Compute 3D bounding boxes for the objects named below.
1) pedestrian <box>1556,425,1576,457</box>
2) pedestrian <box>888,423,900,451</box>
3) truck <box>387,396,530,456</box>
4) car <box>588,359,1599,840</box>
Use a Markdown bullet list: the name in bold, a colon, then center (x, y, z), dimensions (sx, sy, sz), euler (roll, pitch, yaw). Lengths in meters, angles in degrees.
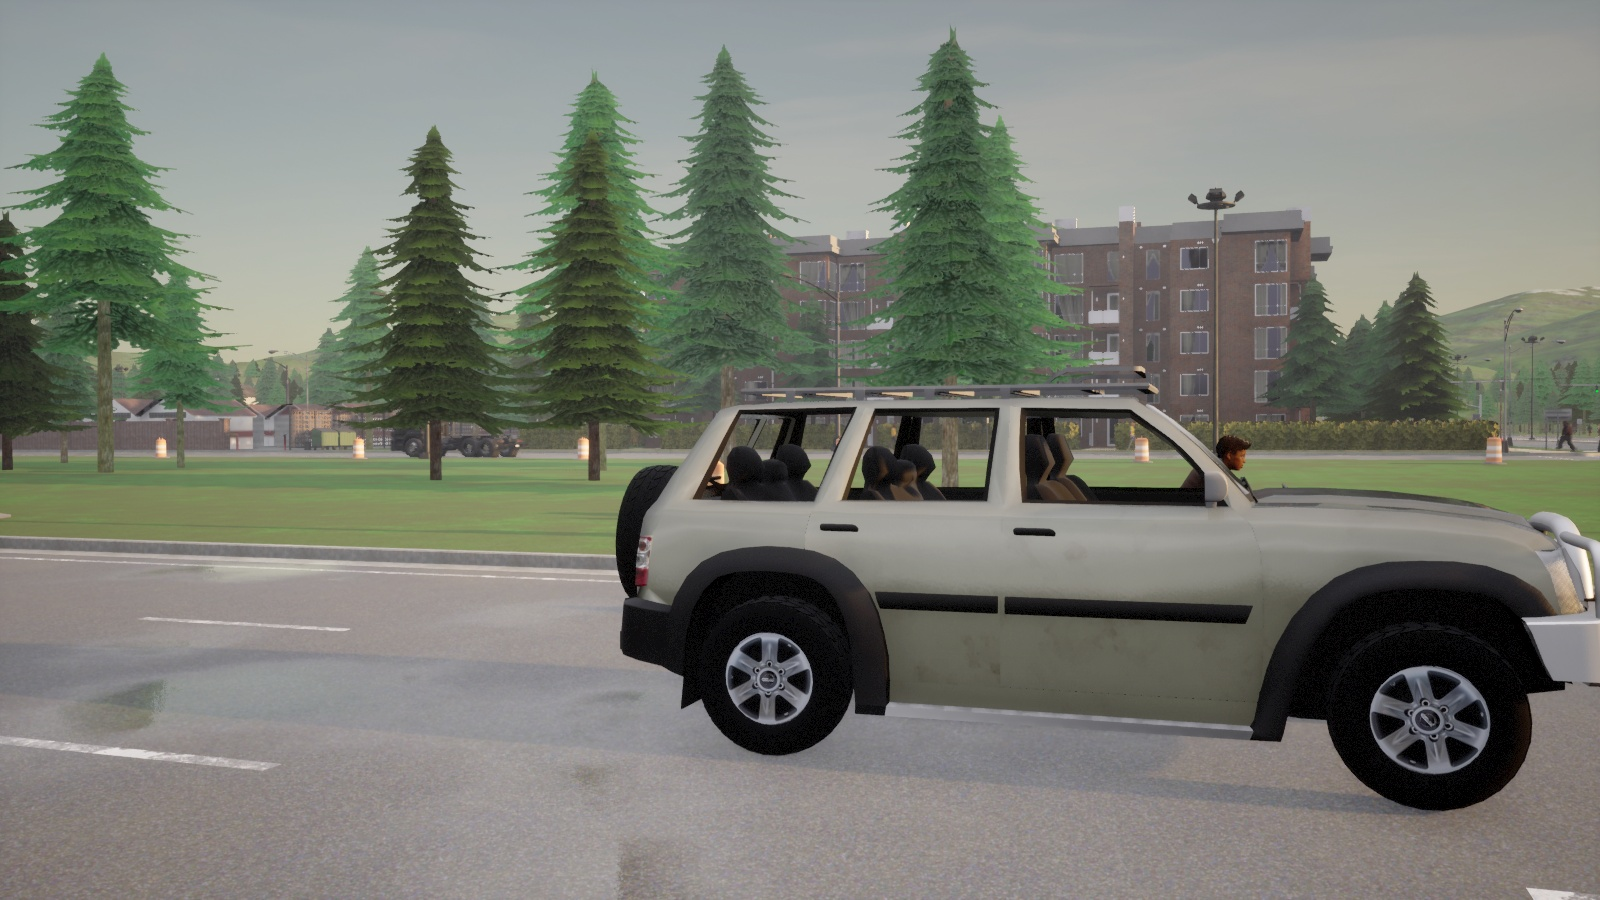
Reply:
- **pedestrian**: center (43.760, -0.519, 71.717), dimensions (0.899, 1.844, 0.634), euler (1, 1, 27)
- **pedestrian**: center (6.359, -0.880, 84.916), dimensions (0.726, 1.835, 0.370), euler (1, 1, 19)
- **truck**: center (-20.389, -1.432, 74.967), dimensions (7.936, 3.462, 2.891), euler (1, 1, 19)
- **car**: center (1.444, 0.546, 6.396), dimensions (4.605, 1.855, 1.932), euler (1, 1, 18)
